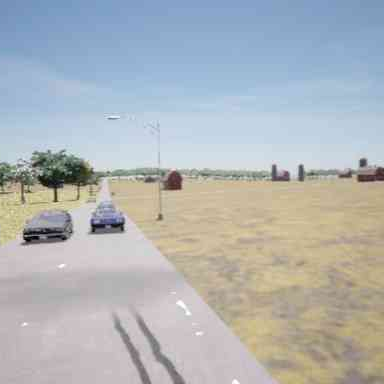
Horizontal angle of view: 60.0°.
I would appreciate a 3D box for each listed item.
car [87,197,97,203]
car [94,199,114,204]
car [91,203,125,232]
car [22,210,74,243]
[{"bbox_3d":[-19.311,1.643,64.118,1.812,1.442,4.674,-2,0,-14],"label":"car"},{"bbox_3d":[-8.672,1.629,34.051,2.033,1.411,5.357,-2,0,-14],"label":"car"},{"bbox_3d":[-5.164,1.631,20.475,1.895,1.301,4.718,-2,0,-14],"label":"car"},{"bbox_3d":[-7.271,1.643,17.320,2.033,1.411,5.357,-2,0,-14],"label":"car"}]
